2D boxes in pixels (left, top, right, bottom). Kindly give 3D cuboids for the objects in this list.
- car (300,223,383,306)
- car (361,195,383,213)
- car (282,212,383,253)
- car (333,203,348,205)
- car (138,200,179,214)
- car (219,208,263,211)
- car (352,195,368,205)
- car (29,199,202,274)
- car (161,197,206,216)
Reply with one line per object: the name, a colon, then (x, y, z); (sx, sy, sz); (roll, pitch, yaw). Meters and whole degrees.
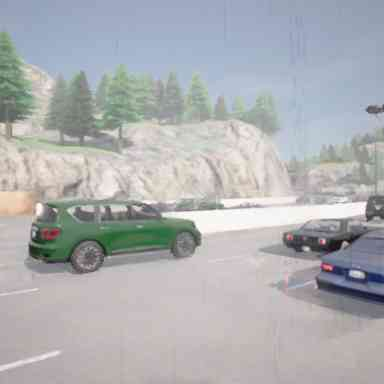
car: (5.004, 1.568, 7.679); (5.357, 1.411, 2.033); (0, 0, -38)
car: (15.587, 1.292, 26.340); (5.566, 2.045, 2.150); (0, 0, -44)
car: (5.590, 1.635, 12.658); (4.718, 1.301, 1.895); (0, 0, -39)
car: (28.388, 1.374, 63.798); (2.150, 2.045, 5.566); (0, 0, 34)
car: (-3.685, 1.663, 37.292); (4.181, 1.385, 1.994); (0, 0, -42)
car: (5.050, 1.630, 31.023); (5.357, 1.411, 2.033); (0, 0, -43)
car: (31.393, 1.496, 61.998); (2.097, 1.767, 4.553); (0, 0, 34)
car: (-2.269, 1.253, 10.930); (5.566, 2.045, 2.150); (0, 0, -37)
car: (-0.817, 1.445, 35.176); (4.553, 1.767, 2.097); (0, 0, -43)
